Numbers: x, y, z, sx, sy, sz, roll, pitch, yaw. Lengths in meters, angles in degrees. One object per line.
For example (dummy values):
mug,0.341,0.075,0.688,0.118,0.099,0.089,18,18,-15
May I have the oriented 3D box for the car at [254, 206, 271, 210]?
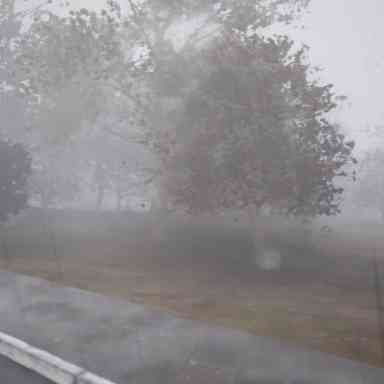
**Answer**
car,17.787,3.657,85.090,5.566,2.045,2.435,3,0,-43
